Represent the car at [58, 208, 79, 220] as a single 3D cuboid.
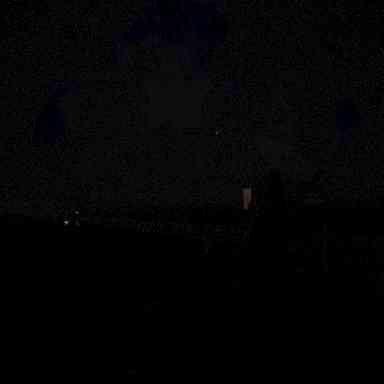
[{"bbox_3d":[-18.588,3.172,50.018,2.097,1.767,4.553,-3,0,-35],"label":"car"}]
